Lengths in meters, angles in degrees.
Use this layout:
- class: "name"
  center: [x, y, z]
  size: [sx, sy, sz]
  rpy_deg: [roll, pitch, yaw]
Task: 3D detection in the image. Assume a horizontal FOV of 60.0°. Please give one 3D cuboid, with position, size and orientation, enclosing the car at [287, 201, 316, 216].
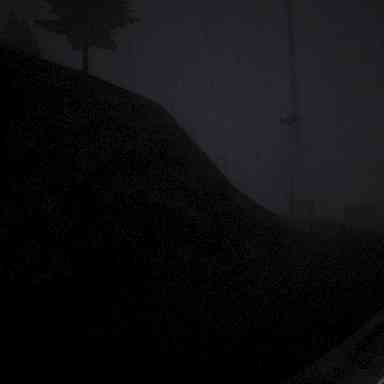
- class: "car"
  center: [15.647, 2.314, 47.718]
  size: [2.150, 2.045, 5.566]
  rpy_deg: [0, -2, -7]

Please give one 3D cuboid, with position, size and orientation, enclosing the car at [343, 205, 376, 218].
- class: "car"
  center: [19.565, 2.248, 39.104]
  size: [2.128, 1.511, 4.902]
  rpy_deg: [-1, -2, -1]
